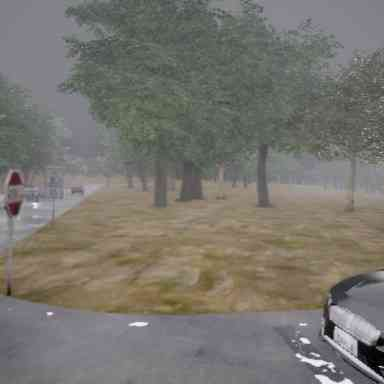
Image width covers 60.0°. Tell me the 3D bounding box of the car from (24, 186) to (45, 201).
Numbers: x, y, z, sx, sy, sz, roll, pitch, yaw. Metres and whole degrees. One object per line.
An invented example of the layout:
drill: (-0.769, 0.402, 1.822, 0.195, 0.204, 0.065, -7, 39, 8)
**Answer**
car: (-17.141, 0.144, 35.768, 1.812, 1.442, 4.674, 2, 1, -13)

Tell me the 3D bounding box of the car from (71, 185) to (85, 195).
car: (-18.203, -0.361, 53.314, 1.837, 1.490, 4.892, 2, 2, -14)

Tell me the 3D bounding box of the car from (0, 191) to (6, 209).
car: (-14.054, 0.555, 22.921, 1.812, 1.442, 4.674, 2, 2, -14)

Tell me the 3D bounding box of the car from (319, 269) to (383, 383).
car: (4.073, 1.402, 4.183, 4.902, 1.511, 2.128, 1, 2, -13)
